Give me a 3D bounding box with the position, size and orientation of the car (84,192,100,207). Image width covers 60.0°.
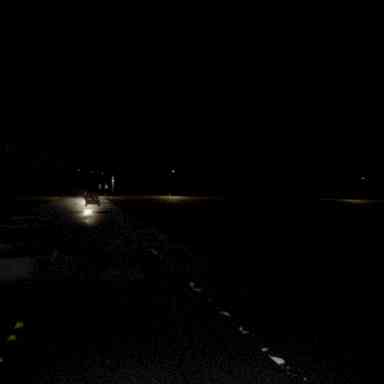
[{"bbox_3d":[-13.614,1.122,45.408,2.128,1.511,4.902,-1,1,-18],"label":"car"}]

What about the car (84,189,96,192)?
[{"bbox_3d":[-21.181,0.428,68.905,2.150,2.045,5.566,-1,2,-18],"label":"car"}]
